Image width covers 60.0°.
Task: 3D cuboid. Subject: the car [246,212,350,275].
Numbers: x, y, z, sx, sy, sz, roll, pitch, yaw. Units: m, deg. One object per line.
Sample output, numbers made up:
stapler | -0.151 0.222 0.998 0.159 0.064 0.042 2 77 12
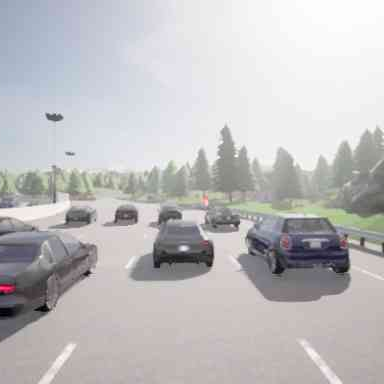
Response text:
car | 3.200 1.442 11.008 2.097 1.767 4.553 0 0 -3

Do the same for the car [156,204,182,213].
car | -1.852 1.764 27.496 1.837 1.490 4.892 0 0 -7

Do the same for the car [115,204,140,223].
car | -5.527 1.759 28.599 1.882 1.535 5.008 0 -1 -8

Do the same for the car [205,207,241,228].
car | 2.102 1.760 24.023 2.033 1.411 5.357 0 0 -6

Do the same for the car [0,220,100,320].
car | -3.654 1.633 7.769 2.033 1.411 5.357 0 0 -2

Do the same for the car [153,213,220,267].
car | -0.354 1.675 11.951 1.994 1.385 4.181 0 -1 -3

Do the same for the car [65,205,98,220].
car | -8.814 1.769 26.769 2.128 1.511 4.902 0 0 -8

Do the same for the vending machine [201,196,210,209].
vending machine | 2.120 1.662 52.106 1.100 2.100 0.880 0 -1 -14

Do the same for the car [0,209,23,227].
car | -7.396 1.620 12.519 1.882 1.535 5.008 0 -1 -3
